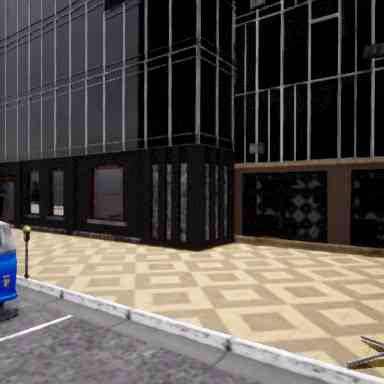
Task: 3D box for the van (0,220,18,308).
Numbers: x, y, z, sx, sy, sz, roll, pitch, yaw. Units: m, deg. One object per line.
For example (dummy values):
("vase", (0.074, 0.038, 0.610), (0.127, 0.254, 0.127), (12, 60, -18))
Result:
("van", (-5.079, 1.339, 6.492), (3.998, 1.788, 1.690), (0, 0, 36))
